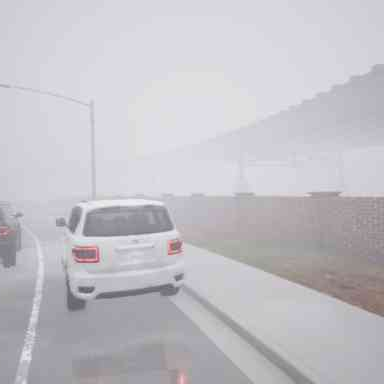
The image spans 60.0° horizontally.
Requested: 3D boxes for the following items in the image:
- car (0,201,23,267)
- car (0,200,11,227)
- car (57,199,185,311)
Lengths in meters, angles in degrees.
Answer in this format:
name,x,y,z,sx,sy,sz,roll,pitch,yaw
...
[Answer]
name,x,y,z,sx,sy,sz,roll,pitch,yaw
car,-7.150,1.323,11.342,2.150,2.045,5.566,-1,0,-25
car,-16.763,1.782,27.790,2.150,2.045,5.566,-2,-1,-35
car,-1.988,1.191,8.098,2.150,2.045,5.566,-2,0,-23
